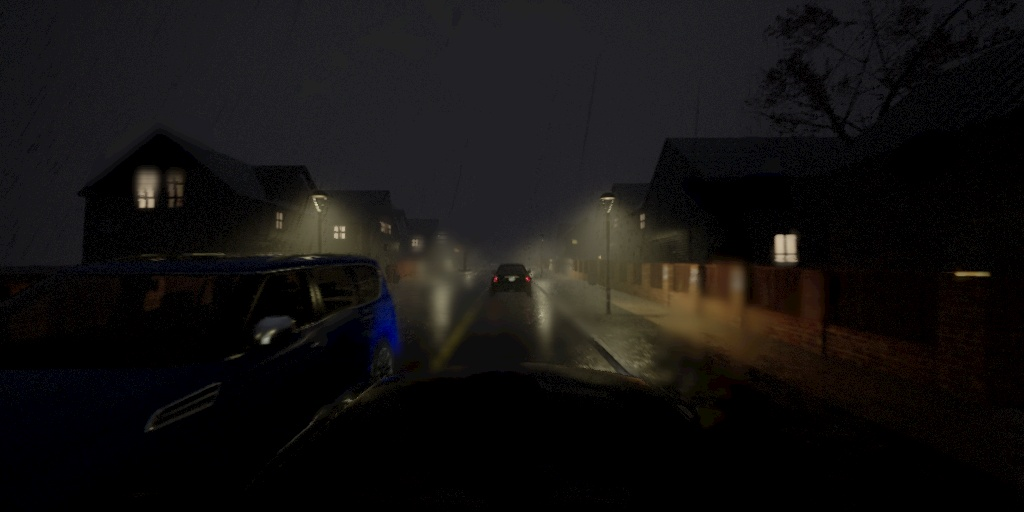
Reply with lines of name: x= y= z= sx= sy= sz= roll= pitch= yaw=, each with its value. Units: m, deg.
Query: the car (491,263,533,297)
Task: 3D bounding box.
car: x=-0.015 y=1.161 z=19.593 sx=2.097 sy=1.767 sz=4.553 roll=0 pitch=0 yaw=0

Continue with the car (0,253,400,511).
car: x=-2.755 y=0.989 z=3.291 sx=2.150 sy=2.045 sz=5.566 roll=0 pitch=0 yaw=0
